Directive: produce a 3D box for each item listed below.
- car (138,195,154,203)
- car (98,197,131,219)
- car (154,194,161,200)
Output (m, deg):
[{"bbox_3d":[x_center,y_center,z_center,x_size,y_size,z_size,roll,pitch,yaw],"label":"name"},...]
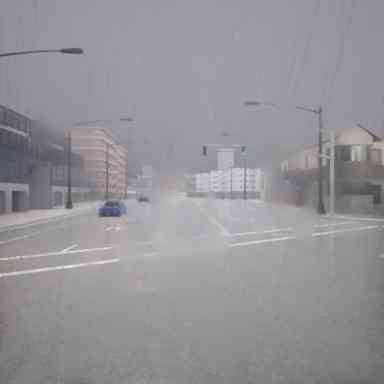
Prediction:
[{"bbox_3d":[-7.894,1.201,55.476,1.895,1.301,4.718,0,1,-2],"label":"car"},{"bbox_3d":[-7.196,1.540,30.532,1.882,1.535,5.008,0,1,-2],"label":"car"},{"bbox_3d":[-8.618,1.267,81.332,2.033,1.411,5.357,0,-1,-2],"label":"car"}]
